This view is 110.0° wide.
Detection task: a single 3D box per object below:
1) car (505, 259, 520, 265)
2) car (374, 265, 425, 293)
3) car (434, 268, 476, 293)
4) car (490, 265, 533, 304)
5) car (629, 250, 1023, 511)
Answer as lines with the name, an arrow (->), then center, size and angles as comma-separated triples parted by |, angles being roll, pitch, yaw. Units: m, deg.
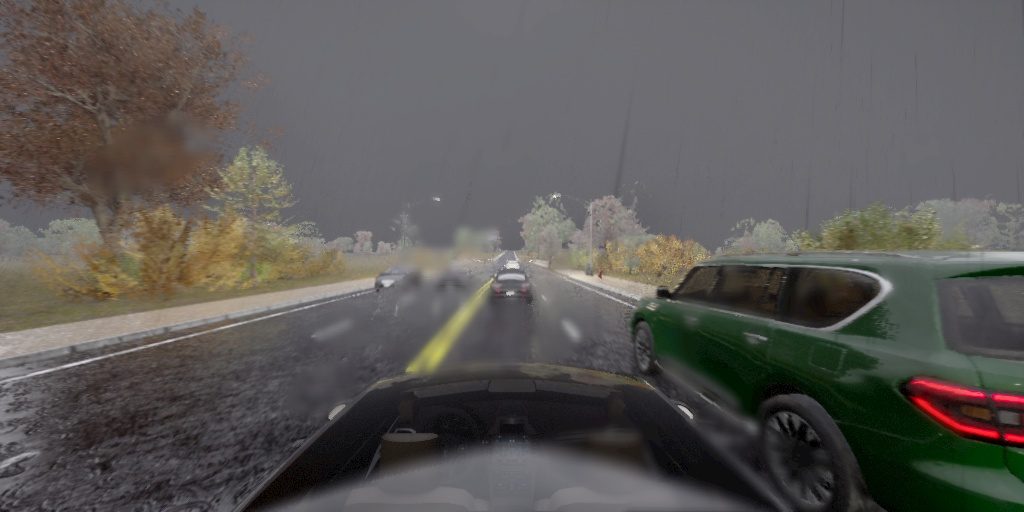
car -> 0.086, 1.384, 46.475 | 1.812, 1.442, 4.674 | 0, 0, 0
car -> -6.566, 1.294, 21.380 | 2.128, 1.511, 4.902 | 0, 0, 0
car -> -3.314, 1.402, 21.573 | 1.895, 1.301, 4.718 | 0, 0, 0
car -> -0.014, 1.315, 16.493 | 1.812, 1.442, 4.674 | 0, 0, 0
car -> 3.249, 0.979, 4.315 | 2.150, 2.045, 5.566 | 0, 0, 0
